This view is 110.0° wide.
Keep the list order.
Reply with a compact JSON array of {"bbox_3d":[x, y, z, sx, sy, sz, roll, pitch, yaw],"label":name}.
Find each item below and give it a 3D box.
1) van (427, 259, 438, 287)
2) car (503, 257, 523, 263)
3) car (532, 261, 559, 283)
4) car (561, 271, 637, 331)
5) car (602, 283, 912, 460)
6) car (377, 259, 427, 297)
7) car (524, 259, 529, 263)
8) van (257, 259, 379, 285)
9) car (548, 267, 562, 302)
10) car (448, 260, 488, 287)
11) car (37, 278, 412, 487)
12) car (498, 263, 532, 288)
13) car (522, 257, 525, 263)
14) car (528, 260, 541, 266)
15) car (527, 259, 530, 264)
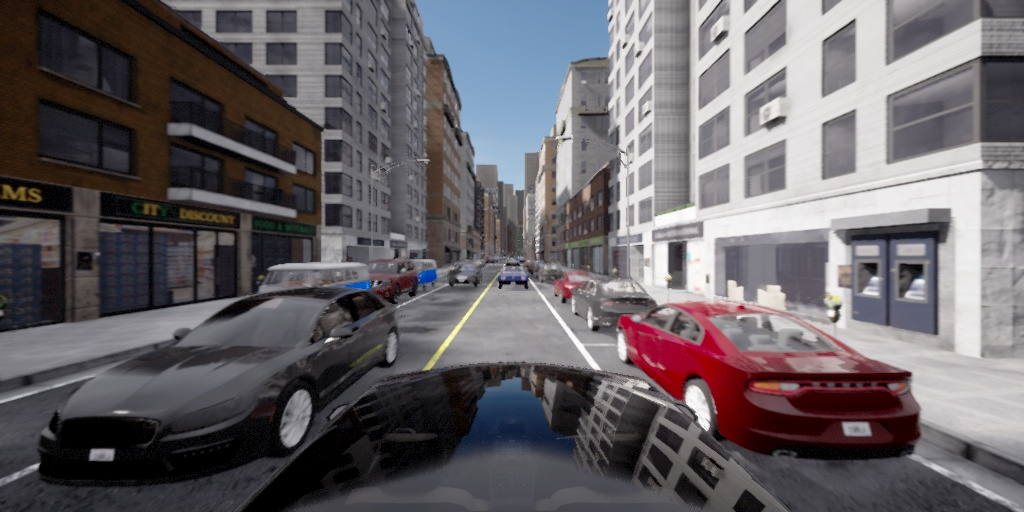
[{"bbox_3d":[-5.664,1.091,21.778,1.690,1.789,3.998,0,0,0],"label":"van"},{"bbox_3d":[0.102,1.220,47.825,1.882,1.535,5.008,0,0,0],"label":"car"},{"bbox_3d":[2.859,1.300,27.305,2.007,1.370,4.403,0,0,0],"label":"car"},{"bbox_3d":[2.858,1.302,10.727,2.007,1.370,4.403,0,0,0],"label":"car"},{"bbox_3d":[2.858,1.296,5.201,1.888,1.381,4.507,0,0,0],"label":"car"},{"bbox_3d":[-5.667,1.065,16.254,2.192,1.841,5.009,0,0,0],"label":"car"},{"bbox_3d":[2.860,1.183,43.882,1.967,1.591,4.097,0,0,0],"label":"car"},{"bbox_3d":[-5.667,1.092,10.728,1.690,1.789,3.998,0,0,0],"label":"van"},{"bbox_3d":[2.858,1.333,16.253,1.802,1.307,4.207,0,0,0],"label":"car"},{"bbox_3d":[-3.060,1.243,24.409,2.128,1.511,4.902,0,0,0],"label":"car"},{"bbox_3d":[-3.086,1.256,5.133,1.837,1.490,4.892,0,0,0],"label":"car"},{"bbox_3d":[0.084,1.351,23.533,1.895,1.301,4.718,0,0,0],"label":"car"},{"bbox_3d":[2.861,1.267,60.629,1.751,1.417,4.829,0,0,0],"label":"car"},{"bbox_3d":[2.859,1.298,32.831,2.007,1.370,4.403,0,0,0],"label":"car"},{"bbox_3d":[2.859,1.327,38.356,1.802,1.307,4.207,0,0,0],"label":"car"}]
